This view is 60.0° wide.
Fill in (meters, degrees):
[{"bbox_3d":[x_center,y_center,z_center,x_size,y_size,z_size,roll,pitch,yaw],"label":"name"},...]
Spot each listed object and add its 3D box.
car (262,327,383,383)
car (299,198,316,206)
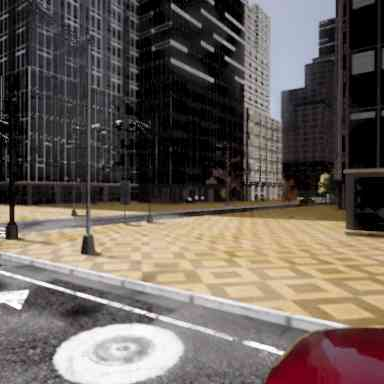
[{"bbox_3d":[2.435,1.561,1.938,4.181,1.385,1.994,0,0,35],"label":"car"},{"bbox_3d":[21.473,1.831,61.760,1.837,1.490,4.892,0,0,37],"label":"car"}]
